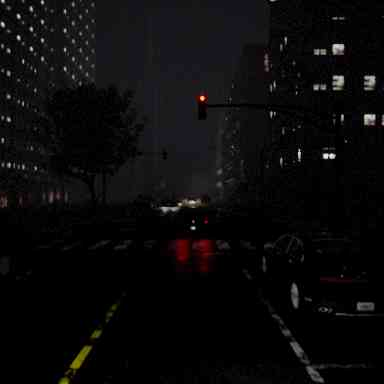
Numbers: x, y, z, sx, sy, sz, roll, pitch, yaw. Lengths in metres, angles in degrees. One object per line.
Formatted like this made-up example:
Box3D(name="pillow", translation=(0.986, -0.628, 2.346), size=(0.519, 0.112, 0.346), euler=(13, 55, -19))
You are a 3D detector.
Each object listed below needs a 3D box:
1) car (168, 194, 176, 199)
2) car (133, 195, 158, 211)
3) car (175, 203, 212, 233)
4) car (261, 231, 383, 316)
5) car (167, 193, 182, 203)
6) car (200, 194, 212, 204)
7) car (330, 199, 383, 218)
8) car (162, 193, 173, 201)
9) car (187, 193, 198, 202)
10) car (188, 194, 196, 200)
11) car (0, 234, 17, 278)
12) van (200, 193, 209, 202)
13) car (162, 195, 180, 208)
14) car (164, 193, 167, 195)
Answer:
Box3D(name="car", translation=(-5.664, 1.401, 94.953), size=(2.008, 1.369, 4.403), euler=(0, 0, 0))
Box3D(name="car", translation=(-5.681, 1.230, 39.723), size=(2.192, 1.841, 5.009), euler=(0, 0, 0))
Box3D(name="car", translation=(0.090, 1.554, 19.355), size=(1.895, 1.301, 4.718), euler=(0, 0, 0))
Box3D(name="car", translation=(2.691, 1.532, 7.333), size=(2.008, 1.369, 4.403), euler=(0, 0, 0))
Box3D(name="car", translation=(-3.037, 1.230, 62.746), size=(2.097, 1.767, 4.553), euler=(0, 0, 1))
Box3D(name="car", translation=(2.708, 1.445, 61.812), size=(1.947, 1.339, 4.313), euler=(0, 0, 0))
Box3D(name="car", translation=(13.433, 1.278, 26.735), size=(4.403, 1.369, 2.008), euler=(-1, 1, -1))
Box3D(name="car", translation=(-5.669, 1.176, 78.383), size=(2.192, 1.841, 5.009), euler=(0, 0, 0))
Box3D(name="car", translation=(0.019, 1.471, 69.490), size=(1.895, 1.301, 4.718), euler=(0, 0, 0))
Box3D(name="car", translation=(0.024, 1.188, 79.465), size=(1.882, 1.535, 5.008), euler=(0, 0, 0))
Box3D(name="car", translation=(-5.690, 1.526, 7.336), size=(1.887, 1.381, 4.507), euler=(0, 0, 0))
Box3D(name="van", translation=(2.710, 1.208, 72.858), size=(1.690, 1.788, 3.998), euler=(0, 0, 0))
Box3D(name="car", translation=(-3.079, 1.466, 47.016), size=(1.994, 1.385, 4.181), euler=(0, 0, 0))
Box3D(name="car", translation=(-5.670, 1.432, 72.862), size=(1.947, 1.339, 4.313), euler=(0, 0, 0))
